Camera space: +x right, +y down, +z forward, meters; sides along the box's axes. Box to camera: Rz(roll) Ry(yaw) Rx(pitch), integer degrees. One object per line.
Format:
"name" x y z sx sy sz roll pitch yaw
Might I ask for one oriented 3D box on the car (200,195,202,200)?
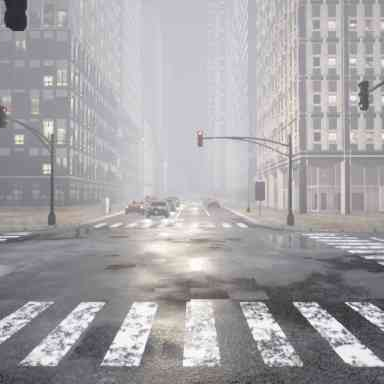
"car" 2.948 1.590 61.709 1.947 1.339 4.313 1 0 0

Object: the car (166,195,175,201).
"car" -5.344 1.578 83.973 1.887 1.381 4.507 1 0 0

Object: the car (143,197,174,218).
"car" -2.979 1.516 30.335 1.837 1.490 4.892 0 0 0

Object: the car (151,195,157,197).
"car" -5.494 1.332 44.948 2.192 1.841 5.009 1 0 0

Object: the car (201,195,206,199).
"car" 2.928 1.547 56.302 1.752 1.417 4.829 1 0 0

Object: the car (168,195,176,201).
"car" -5.322 1.587 89.548 2.008 1.369 4.403 1 0 0

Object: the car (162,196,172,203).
"car" -5.388 1.573 72.823 1.887 1.381 4.507 1 0 0

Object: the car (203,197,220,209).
"car" 2.881 1.599 44.976 1.802 1.307 4.206 1 0 0

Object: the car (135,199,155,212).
"car" -5.521 1.597 39.372 1.802 1.307 4.206 1 0 0

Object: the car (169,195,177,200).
"car" -5.301 1.604 95.124 1.947 1.339 4.313 1 0 0

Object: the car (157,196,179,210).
"car" -2.942 1.520 39.784 1.837 1.490 4.892 0 0 0

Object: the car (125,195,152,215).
"car" -5.540 1.453 33.797 1.967 1.590 4.097 1 0 0

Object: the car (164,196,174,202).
"car" -5.366 1.581 78.398 2.008 1.369 4.403 1 0 0

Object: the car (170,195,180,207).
"car" -2.896 1.371 49.858 2.097 1.767 4.553 0 0 0
